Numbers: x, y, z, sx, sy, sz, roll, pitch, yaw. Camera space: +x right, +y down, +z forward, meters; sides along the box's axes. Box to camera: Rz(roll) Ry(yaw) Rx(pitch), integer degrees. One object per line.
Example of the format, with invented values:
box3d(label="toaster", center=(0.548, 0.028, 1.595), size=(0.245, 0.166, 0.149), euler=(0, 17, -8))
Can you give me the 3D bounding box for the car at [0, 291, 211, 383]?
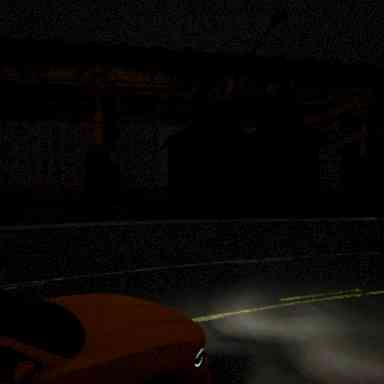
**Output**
box3d(label="car", center=(-2.115, 1.436, 2.370), size=(5.008, 1.535, 1.882), euler=(0, 0, -36))
